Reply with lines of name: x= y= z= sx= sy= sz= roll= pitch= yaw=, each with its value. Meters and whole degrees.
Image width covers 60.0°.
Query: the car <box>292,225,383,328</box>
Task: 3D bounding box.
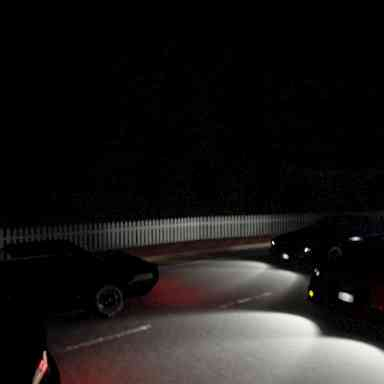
car: x=4.237 y=1.524 z=6.431 sx=4.181 sy=1.385 sz=1.994 roll=0 pitch=0 yaw=-30

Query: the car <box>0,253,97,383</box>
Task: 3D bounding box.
car: x=-3.230 y=1.503 z=1.563 sx=4.902 sy=1.511 sz=2.128 roll=0 pitch=0 yaw=-35

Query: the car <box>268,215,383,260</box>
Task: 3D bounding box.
car: x=5.128 y=1.490 z=10.951 sx=5.357 sy=1.411 sz=2.033 roll=0 pitch=0 yaw=-26

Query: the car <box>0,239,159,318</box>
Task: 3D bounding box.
car: x=-3.072 y=1.598 z=5.870 sx=4.718 sy=1.301 sz=1.895 roll=0 pitch=0 yaw=-34
